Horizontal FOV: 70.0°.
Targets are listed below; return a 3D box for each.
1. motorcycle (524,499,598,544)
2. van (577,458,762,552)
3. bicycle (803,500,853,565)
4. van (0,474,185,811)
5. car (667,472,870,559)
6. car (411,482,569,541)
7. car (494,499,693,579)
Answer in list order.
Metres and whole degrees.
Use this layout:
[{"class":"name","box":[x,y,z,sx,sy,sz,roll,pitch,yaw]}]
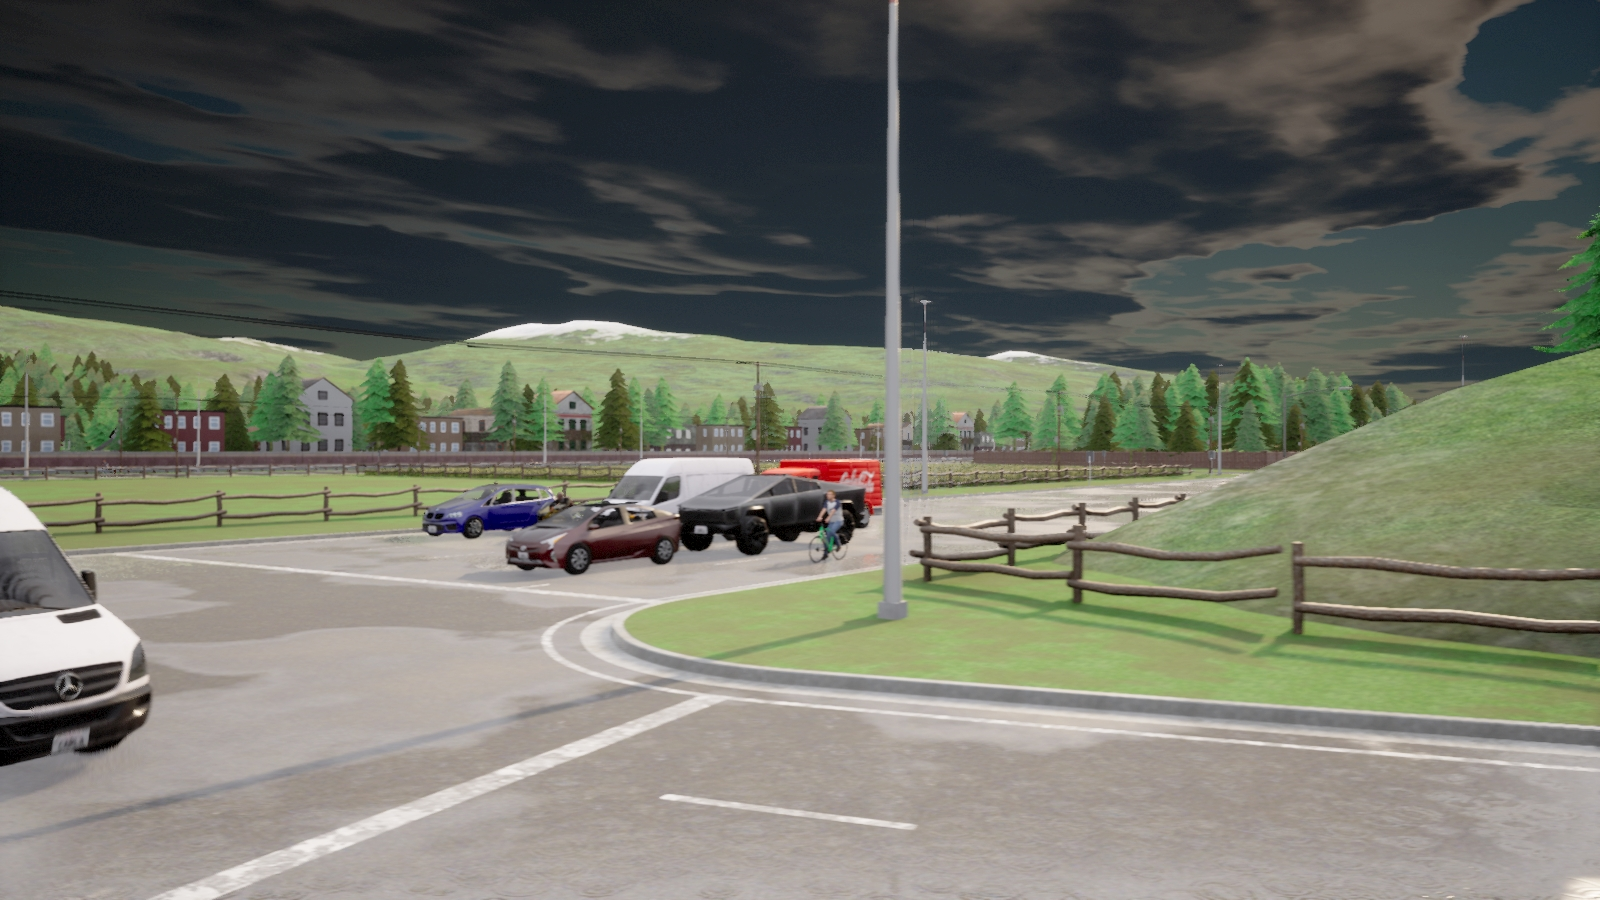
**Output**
[{"class":"motorcycle","box":[-7.391,2.197,35.404,0.867,1.251,2.209,0,0,37]},{"class":"van","box":[-3.778,1.528,34.386,1.988,2.561,5.915,0,0,37]},{"class":"bicycle","box":[0.716,2.053,28.715,0.373,1.496,1.643,0,0,37]},{"class":"van","box":[-8.672,1.529,10.676,5.915,2.561,1.988,0,0,25]},{"class":"car","box":[-0.736,1.749,32.597,2.390,2.098,6.274,0,0,37]},{"class":"car","box":[-10.124,1.958,37.590,2.242,1.667,4.611,0,0,37]},{"class":"car","box":[-4.814,2.034,27.182,2.007,1.525,4.514,0,0,36]}]
